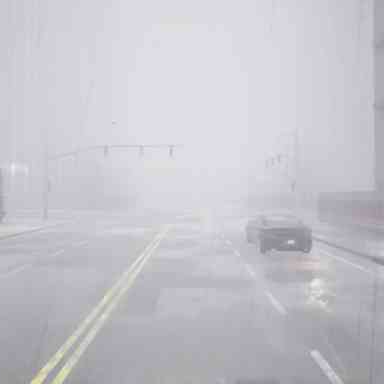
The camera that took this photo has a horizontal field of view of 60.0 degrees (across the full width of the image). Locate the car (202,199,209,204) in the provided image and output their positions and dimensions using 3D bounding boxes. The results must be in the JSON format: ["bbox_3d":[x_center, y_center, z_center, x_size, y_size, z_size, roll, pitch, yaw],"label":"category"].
[{"bbox_3d":[3.497,2.542,87.980,1.895,1.301,4.718,0,-1,0],"label":"car"}]

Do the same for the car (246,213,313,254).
[{"bbox_3d":[3.523,1.636,14.238,1.882,1.535,5.008,0,0,0],"label":"car"}]

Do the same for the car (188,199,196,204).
[{"bbox_3d":[-0.003,2.498,87.950,1.994,1.385,4.181,0,-1,0],"label":"car"}]

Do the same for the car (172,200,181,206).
[{"bbox_3d":[-3.502,2.441,76.738,1.895,1.301,4.718,0,-1,0],"label":"car"}]
